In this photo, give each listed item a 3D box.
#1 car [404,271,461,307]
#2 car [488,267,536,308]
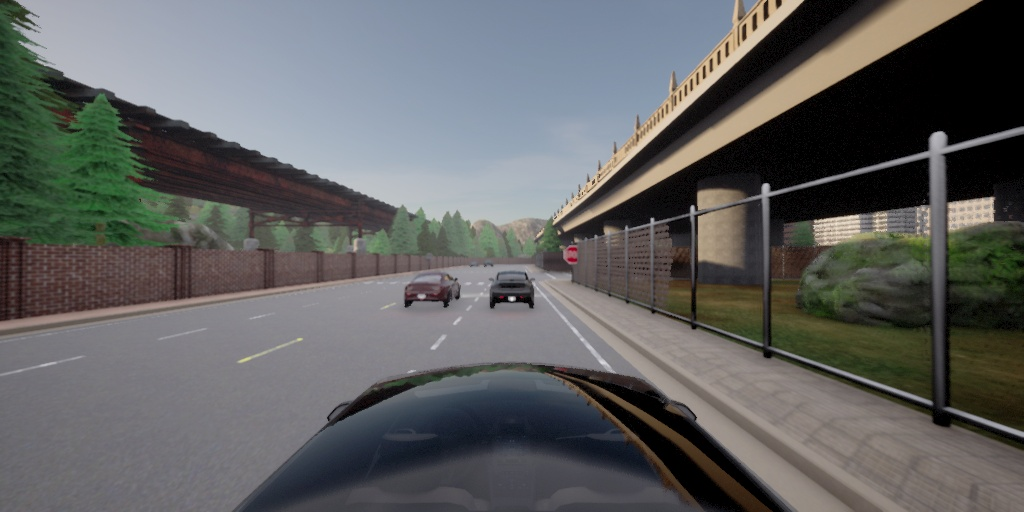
[{"bbox_3d":[-3.498,1.412,16.199,1.812,1.442,4.674,0,0,0],"label":"car"},{"bbox_3d":[0.001,1.394,16.133,1.837,1.490,4.892,0,0,0],"label":"car"}]
